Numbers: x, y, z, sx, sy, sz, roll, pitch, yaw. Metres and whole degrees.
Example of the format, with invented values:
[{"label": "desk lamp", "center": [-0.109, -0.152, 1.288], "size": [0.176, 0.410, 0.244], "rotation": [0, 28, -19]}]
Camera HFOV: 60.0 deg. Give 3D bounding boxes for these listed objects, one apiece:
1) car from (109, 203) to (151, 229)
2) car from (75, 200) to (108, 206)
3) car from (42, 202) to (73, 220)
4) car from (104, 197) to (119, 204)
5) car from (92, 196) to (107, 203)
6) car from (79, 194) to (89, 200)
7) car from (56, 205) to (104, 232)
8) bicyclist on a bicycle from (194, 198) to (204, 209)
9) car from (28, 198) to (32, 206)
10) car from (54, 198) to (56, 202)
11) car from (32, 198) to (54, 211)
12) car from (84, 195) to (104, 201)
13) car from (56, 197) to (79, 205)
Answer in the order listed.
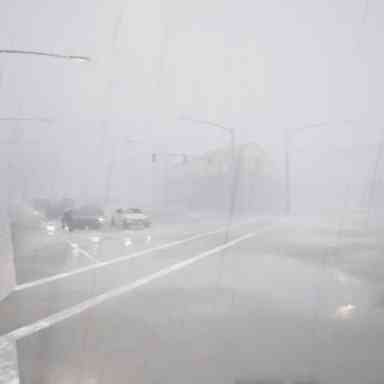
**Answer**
[{"label": "car", "center": [-4.605, 1.840, 24.525], "size": [1.812, 1.442, 4.674], "rotation": [0, 0, -29]}, {"label": "car", "center": [-10.846, 1.958, 35.766], "size": [1.994, 1.385, 4.181], "rotation": [0, 0, -29]}, {"label": "car", "center": [-13.569, 2.008, 33.459], "size": [1.895, 1.301, 4.718], "rotation": [0, 0, -29]}, {"label": "car", "center": [-16.320, 1.785, 67.460], "size": [1.994, 1.385, 4.181], "rotation": [0, -1, -29]}, {"label": "car", "center": [-21.181, 1.790, 76.217], "size": [2.128, 1.511, 4.902], "rotation": [0, -2, -29]}, {"label": "car", "center": [-24.261, 1.502, 74.552], "size": [2.150, 2.045, 5.566], "rotation": [0, -2, -29]}, {"label": "car", "center": [-7.860, 1.880, 23.147], "size": [2.033, 1.411, 5.357], "rotation": [0, -1, -29]}, {"label": "bicyclist on a bicycle", "center": [0.987, 1.626, 48.419], "size": [1.656, 1.620, 0.582], "rotation": [-1, 0, -29]}, {"label": "car", "center": [-29.008, 1.816, 61.465], "size": [1.812, 1.442, 4.674], "rotation": [0, 0, -29]}, {"label": "car", "center": [-26.333, 1.839, 63.862], "size": [1.994, 1.385, 4.181], "rotation": [0, 0, -29]}, {"label": "car", "center": [-21.262, 1.761, 47.333], "size": [1.882, 1.535, 5.008], "rotation": [0, 1, -29]}, {"label": "car", "center": [-19.380, 1.775, 65.761], "size": [1.812, 1.442, 4.674], "rotation": [0, -1, -29]}, {"label": "car", "center": [-18.838, 1.735, 50.188], "size": [1.882, 1.535, 5.008], "rotation": [0, 1, -29]}]
